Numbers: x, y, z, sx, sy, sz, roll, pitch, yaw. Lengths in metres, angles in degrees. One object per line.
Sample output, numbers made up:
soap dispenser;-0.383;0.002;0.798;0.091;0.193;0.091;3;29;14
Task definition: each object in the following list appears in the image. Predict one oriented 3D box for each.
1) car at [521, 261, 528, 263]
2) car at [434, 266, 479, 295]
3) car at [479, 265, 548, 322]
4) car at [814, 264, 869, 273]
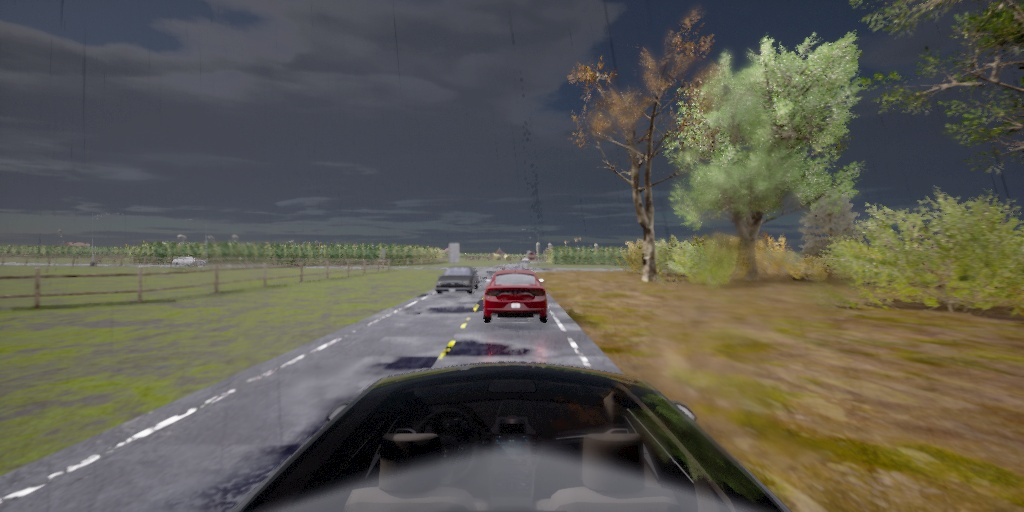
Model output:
car;0.112;1.296;27.183;1.895;1.301;4.718;0;0;0
car;-2.837;1.258;19.687;2.033;1.411;5.357;0;0;0
car;0.098;1.204;12.271;1.882;1.535;5.008;0;0;0
car;43.035;1.470;47.239;5.357;1.411;2.033;0;0;7
